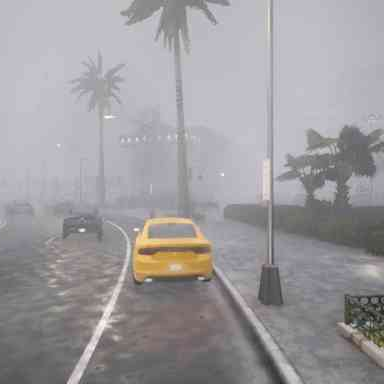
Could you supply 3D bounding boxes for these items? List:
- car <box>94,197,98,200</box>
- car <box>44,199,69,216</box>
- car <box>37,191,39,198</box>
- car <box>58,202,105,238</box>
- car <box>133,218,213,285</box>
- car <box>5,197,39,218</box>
[{"bbox_3d":[-26.644,1.554,85.529,4.718,1.301,1.895,0,0,24],"label":"car"},{"bbox_3d":[-12.976,1.494,32.431,1.837,1.490,4.892,1,0,-36],"label":"car"},{"bbox_3d":[-33.931,1.226,68.961,4.553,1.767,2.185,0,0,24],"label":"car"},{"bbox_3d":[-5.701,1.500,17.606,1.837,1.490,4.892,0,0,-16],"label":"car"},{"bbox_3d":[-0.674,1.477,9.661,1.882,1.535,5.008,0,0,-7],"label":"car"},{"bbox_3d":[-15.826,1.478,30.436,2.128,1.511,4.902,0,0,-36],"label":"car"}]
